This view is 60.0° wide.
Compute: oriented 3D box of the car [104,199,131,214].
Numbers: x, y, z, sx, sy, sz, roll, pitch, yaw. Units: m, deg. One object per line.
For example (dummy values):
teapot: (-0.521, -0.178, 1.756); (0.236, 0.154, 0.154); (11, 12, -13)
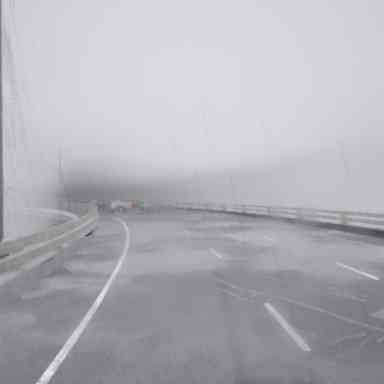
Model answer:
car: (-9.688, 2.010, 42.942); (1.812, 1.442, 4.674); (0, -1, -25)

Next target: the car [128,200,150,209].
car: (-9.041, 2.114, 56.613); (1.837, 1.490, 4.892); (0, -1, -34)

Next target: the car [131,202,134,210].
car: (-11.351, 1.951, 53.666); (2.097, 1.767, 4.553); (0, -1, -31)

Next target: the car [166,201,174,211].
car: (-4.126, 2.010, 47.614); (1.812, 1.442, 4.674); (0, -1, -28)

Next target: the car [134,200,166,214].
car: (-5.361, 1.928, 41.837); (2.128, 1.511, 4.902); (0, -1, -24)

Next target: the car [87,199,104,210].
car: (-15.115, 1.976, 53.111); (2.097, 1.767, 4.553); (0, -1, -34)
